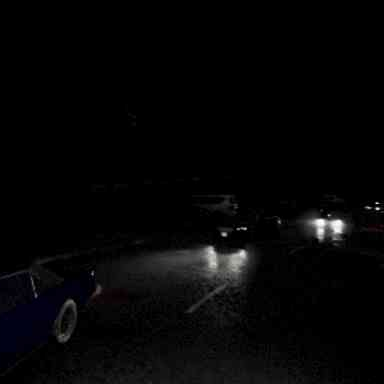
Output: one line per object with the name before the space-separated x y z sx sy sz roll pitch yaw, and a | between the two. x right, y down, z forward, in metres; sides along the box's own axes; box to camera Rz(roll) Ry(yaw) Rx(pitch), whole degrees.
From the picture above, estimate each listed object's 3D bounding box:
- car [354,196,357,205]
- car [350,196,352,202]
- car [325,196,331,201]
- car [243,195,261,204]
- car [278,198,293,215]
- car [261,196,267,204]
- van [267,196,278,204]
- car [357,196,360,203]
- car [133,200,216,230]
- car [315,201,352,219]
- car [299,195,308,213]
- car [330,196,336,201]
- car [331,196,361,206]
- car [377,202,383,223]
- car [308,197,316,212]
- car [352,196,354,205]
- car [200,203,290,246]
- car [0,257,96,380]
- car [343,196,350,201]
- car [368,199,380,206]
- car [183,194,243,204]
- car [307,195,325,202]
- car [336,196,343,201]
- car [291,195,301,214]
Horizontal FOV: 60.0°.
car | 30.601 1.915 68.263 4.553 1.767 2.185 1 0 14
car | 27.199 1.847 63.242 4.553 1.767 2.185 1 -1 14
car | 15.698 1.736 45.579 5.366 1.575 1.946 1 -1 14
car | 2.166 1.214 25.491 5.566 2.045 2.435 1 -1 13
car | 7.148 1.569 33.041 4.892 1.521 2.231 1 -1 14
car | 3.779 1.373 28.017 4.553 1.767 2.185 1 -1 14
van | 5.369 1.306 30.543 4.442 1.987 1.878 1 0 14
car | 32.237 2.075 70.793 4.892 1.521 2.231 1 -1 14
car | -1.238 1.424 20.445 4.792 1.488 2.163 1 0 14
car | 13.850 1.852 32.400 1.895 1.301 4.718 2 0 34
car | 10.529 1.511 38.060 4.553 1.767 2.185 1 0 14
car | 17.223 1.520 48.126 5.566 2.045 2.435 1 -1 14
car | 33.891 1.856 73.304 5.566 2.045 2.435 1 0 14
car | 16.965 1.820 27.847 1.882 1.535 5.008 2 0 34
car | 12.201 1.700 40.577 4.792 1.488 2.163 1 -1 14
car | 28.869 1.880 65.767 4.553 1.767 2.185 1 -1 14
car | 2.677 1.512 15.730 2.128 1.511 4.902 2 0 33
car | -2.880 1.518 3.632 1.895 1.301 4.718 1 0 8
car | 23.912 1.654 58.202 5.566 2.045 2.435 1 -1 14
car | 36.414 2.052 66.317 1.882 1.535 5.008 2 0 34
car | 0.438 1.178 22.965 5.566 2.045 2.435 1 0 14
car | 13.818 1.452 43.109 5.566 2.045 2.435 1 0 14
car | 20.508 1.586 53.180 5.566 2.045 2.435 1 0 13
car | 8.859 1.477 35.532 4.553 1.767 2.185 1 0 14
